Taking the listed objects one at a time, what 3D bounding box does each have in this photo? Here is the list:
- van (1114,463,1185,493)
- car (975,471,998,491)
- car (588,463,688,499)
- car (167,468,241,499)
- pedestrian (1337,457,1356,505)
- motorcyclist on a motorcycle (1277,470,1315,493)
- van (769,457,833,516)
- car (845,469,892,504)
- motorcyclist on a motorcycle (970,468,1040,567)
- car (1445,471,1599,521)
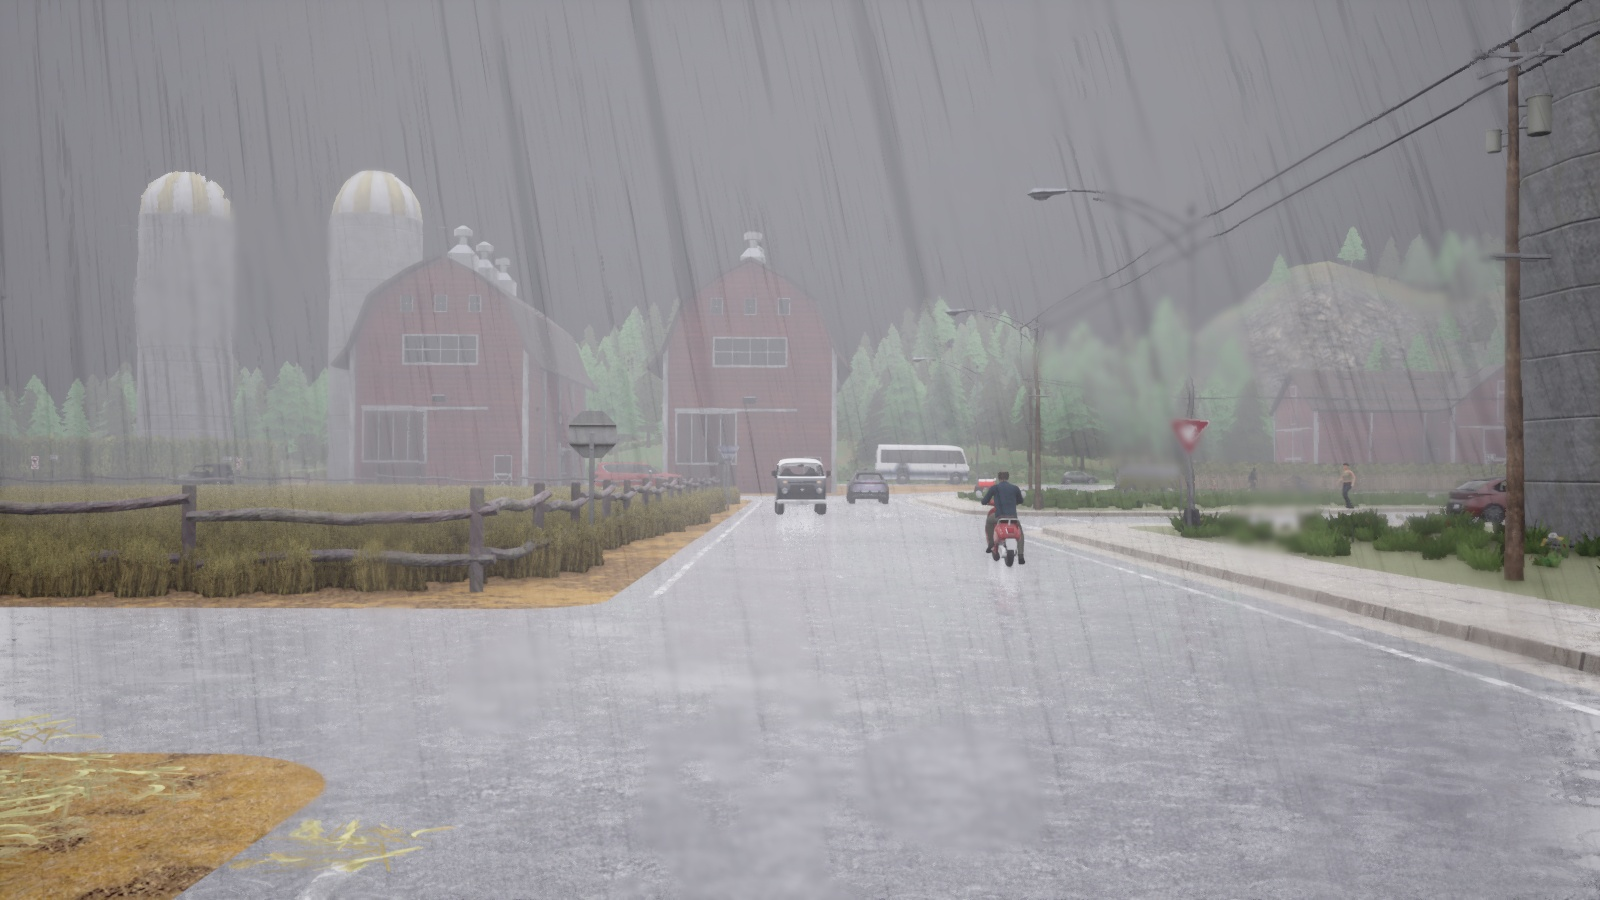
[{"bbox_3d":[23.762,1.901,85.461,4.442,1.987,1.775,0,-1,6],"label":"van"},{"bbox_3d":[13.345,2.228,89.848,1.481,1.376,2.207,-1,-1,6],"label":"car"},{"bbox_3d":[-9.502,1.809,73.865,5.566,2.045,2.150,0,-1,0],"label":"car"},{"bbox_3d":[-36.530,2.046,76.964,3.866,1.878,1.905,-1,-1,20],"label":"car"},{"bbox_3d":[21.330,1.206,49.017,0.594,1.836,0.345,0,-1,-17],"label":"pedestrian"},{"bbox_3d":[33.660,2.142,85.227,2.191,1.530,0.866,0,-1,0],"label":"motorcyclist on a motorcycle"},{"bbox_3d":[-0.015,1.303,45.670,2.069,2.038,4.480,0,-1,-3],"label":"van"},{"bbox_3d":[3.316,1.766,61.751,2.033,1.649,4.856,0,-1,0],"label":"car"},{"bbox_3d":[3.442,1.110,21.231,0.866,1.590,1.817,0,-1,0],"label":"motorcyclist on a motorcycle"},{"bbox_3d":[22.099,1.377,38.023,4.193,1.474,1.816,0,-1,-1],"label":"car"}]
